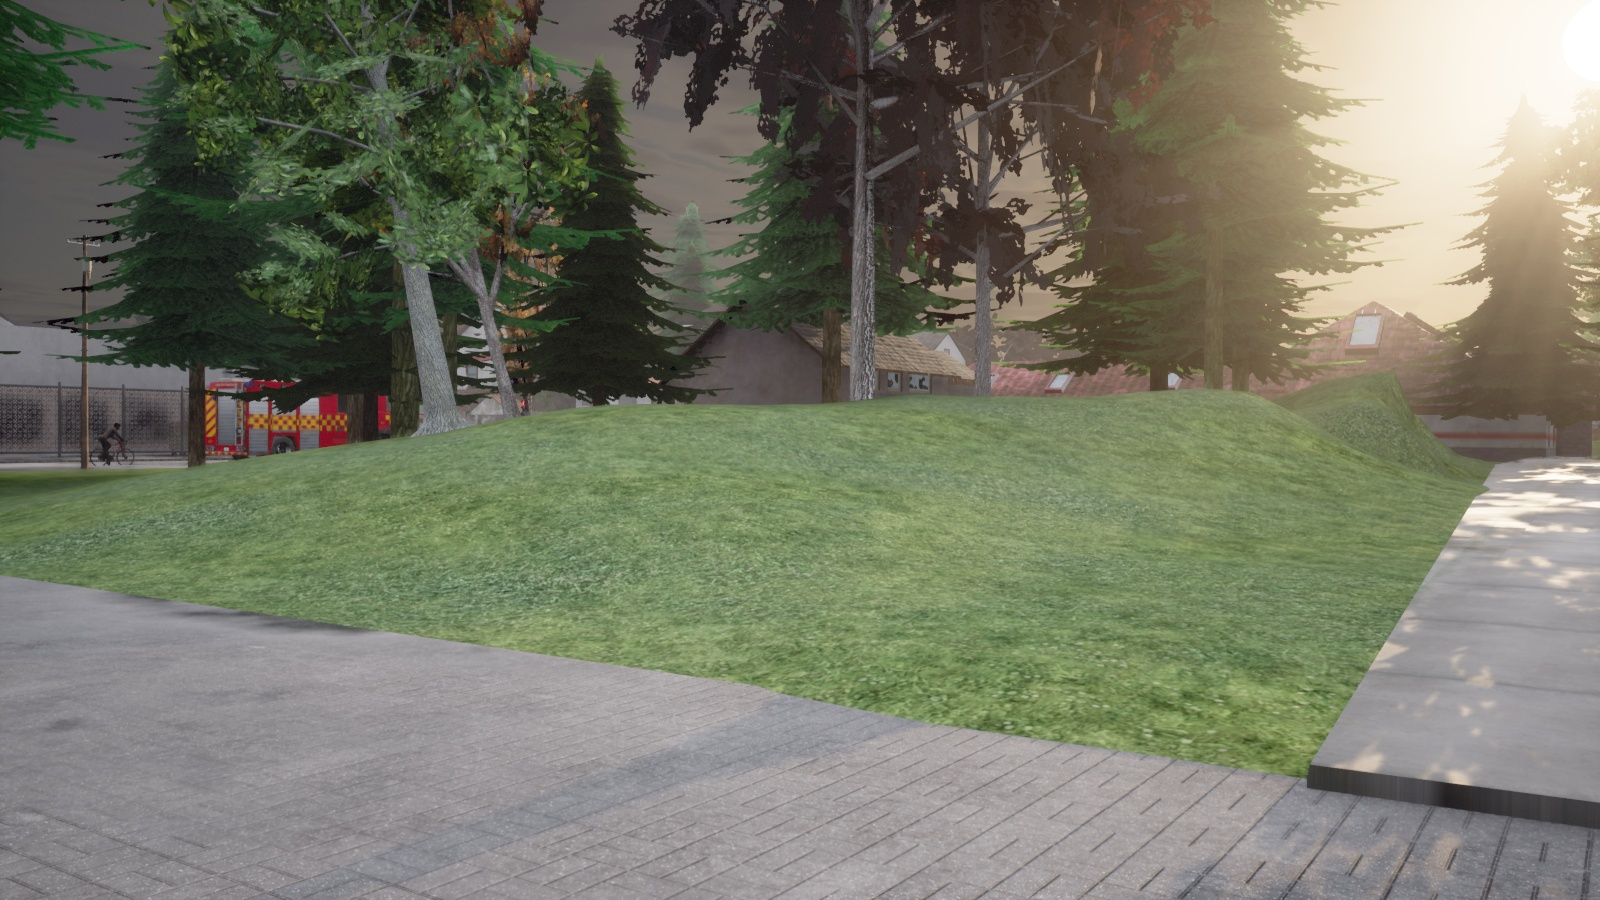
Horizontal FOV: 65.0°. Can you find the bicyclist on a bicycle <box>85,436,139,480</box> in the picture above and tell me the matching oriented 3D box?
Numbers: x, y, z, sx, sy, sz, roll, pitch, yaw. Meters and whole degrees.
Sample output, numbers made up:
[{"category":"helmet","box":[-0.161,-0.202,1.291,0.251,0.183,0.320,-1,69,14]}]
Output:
[{"category":"bicyclist on a bicycle","box":[-25.486,0.279,46.556,0.582,1.620,1.656,0,1,34]}]

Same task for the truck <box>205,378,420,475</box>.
[{"category":"truck","box":[-20.648,-0.981,53.810,2.891,3.827,8.468,0,1,32]}]
